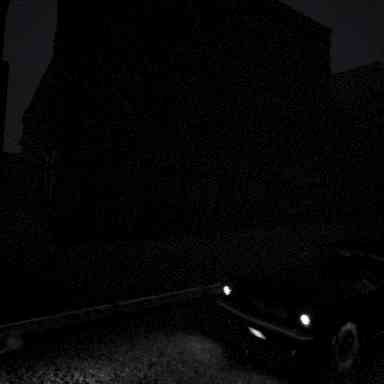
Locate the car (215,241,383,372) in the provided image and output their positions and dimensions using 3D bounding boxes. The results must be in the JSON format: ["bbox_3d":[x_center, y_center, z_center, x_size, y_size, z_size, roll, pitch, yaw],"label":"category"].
[{"bbox_3d":[2.720,1.614,5.767,4.718,1.301,1.895,0,0,-34],"label":"car"}]
